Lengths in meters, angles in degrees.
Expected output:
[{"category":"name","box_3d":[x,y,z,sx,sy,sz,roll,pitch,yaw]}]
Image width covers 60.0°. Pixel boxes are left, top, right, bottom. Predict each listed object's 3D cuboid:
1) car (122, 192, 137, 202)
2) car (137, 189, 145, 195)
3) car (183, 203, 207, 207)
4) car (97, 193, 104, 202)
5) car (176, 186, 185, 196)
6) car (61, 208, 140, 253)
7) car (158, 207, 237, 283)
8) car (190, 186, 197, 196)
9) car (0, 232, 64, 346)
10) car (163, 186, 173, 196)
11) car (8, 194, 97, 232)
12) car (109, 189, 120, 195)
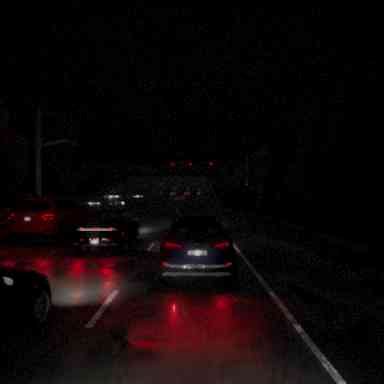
[{"category":"car","box_3d":[-13.720,1.338,71.885,1.812,1.442,4.674,0,2,0]},{"category":"car","box_3d":[-13.568,-0.064,88.340,1.812,1.442,4.674,0,7,1]},{"category":"car","box_3d":[0.168,1.387,18.888,2.097,1.767,4.553,0,0,0]},{"category":"car","box_3d":[-20.718,1.160,72.202,2.097,1.767,4.553,0,2,0]},{"category":"car","box_3d":[-3.084,0.136,86.669,1.812,1.442,4.674,0,7,1]},{"category":"car","box_3d":[-3.350,1.517,13.871,2.128,1.511,4.902,0,0,0]},{"category":"car","box_3d":[0.134,1.448,9.771,2.033,1.649,4.856,0,0,0]},{"category":"car","box_3d":[0.420,0.123,87.054,1.994,1.385,4.181,0,7,1]},{"category":"car","box_3d":[-3.389,1.533,3.991,1.812,1.442,4.674,0,0,0]},{"category":"car","box_3d":[-6.587,0.192,86.290,2.033,1.411,5.357,0,7,1]},{"category":"car","box_3d":[-6.856,1.250,16.716,2.150,2.045,5.566,0,0,2]},{"category":"car","box_3d":[-20.567,-0.085,88.506,1.812,1.442,4.674,0,7,1]}]
